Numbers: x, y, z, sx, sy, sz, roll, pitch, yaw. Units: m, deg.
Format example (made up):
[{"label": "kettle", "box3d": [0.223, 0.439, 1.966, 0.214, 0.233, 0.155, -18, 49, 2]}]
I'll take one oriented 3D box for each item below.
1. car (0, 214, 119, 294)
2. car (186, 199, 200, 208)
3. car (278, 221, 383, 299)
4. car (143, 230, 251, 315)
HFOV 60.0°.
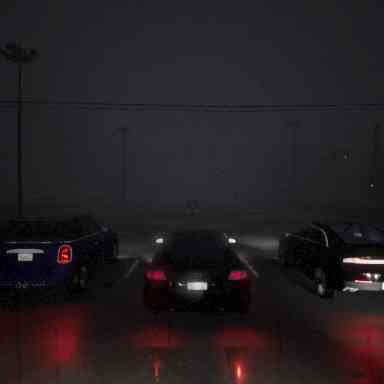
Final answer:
[{"label": "car", "box3d": [-3.406, 1.352, 8.929, 2.097, 1.767, 4.553, 0, 0, 0]}, {"label": "car", "box3d": [0.078, 1.600, 46.410, 1.895, 1.301, 4.718, 0, 0, 0]}, {"label": "car", "box3d": [3.595, 1.491, 8.447, 2.128, 1.511, 4.902, 0, 0, 0]}, {"label": "car", "box3d": [0.092, 1.564, 7.636, 1.994, 1.385, 4.181, 0, 0, 0]}]
